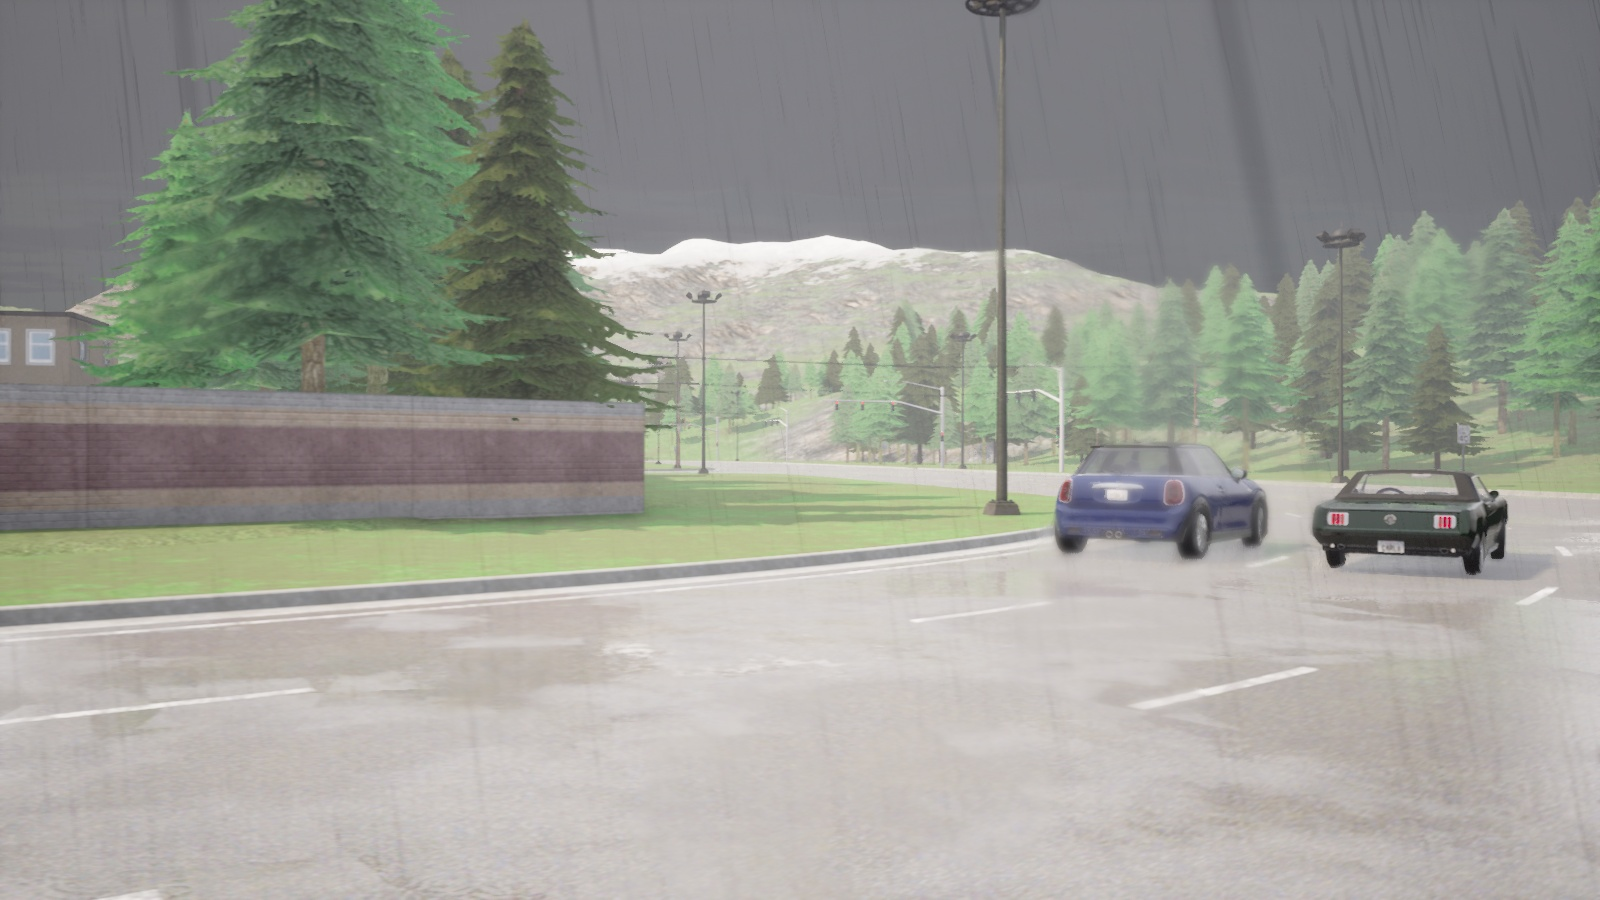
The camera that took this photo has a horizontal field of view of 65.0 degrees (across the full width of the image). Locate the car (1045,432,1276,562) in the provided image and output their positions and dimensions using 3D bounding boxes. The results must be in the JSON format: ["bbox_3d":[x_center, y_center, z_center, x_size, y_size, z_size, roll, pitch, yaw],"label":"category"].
[{"bbox_3d":[5.709,0.642,19.491,2.097,1.767,4.553,0,0,35],"label":"car"}]

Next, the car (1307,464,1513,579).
[{"bbox_3d":[8.522,0.872,17.302,1.895,1.301,4.718,0,0,34],"label":"car"}]
